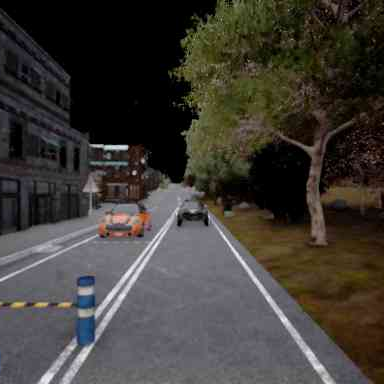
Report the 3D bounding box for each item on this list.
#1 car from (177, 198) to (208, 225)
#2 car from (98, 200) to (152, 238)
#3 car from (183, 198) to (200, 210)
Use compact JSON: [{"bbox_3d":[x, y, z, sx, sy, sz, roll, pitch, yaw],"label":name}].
[{"bbox_3d":[0.048,1.340,24.233,2.097,1.767,4.553,0,0,0],"label":"car"},{"bbox_3d":[-3.378,1.349,17.514,2.097,1.767,4.553,0,0,0],"label":"car"},{"bbox_3d":[-0.115,1.500,42.580,2.033,1.411,5.357,0,0,-1],"label":"car"}]
